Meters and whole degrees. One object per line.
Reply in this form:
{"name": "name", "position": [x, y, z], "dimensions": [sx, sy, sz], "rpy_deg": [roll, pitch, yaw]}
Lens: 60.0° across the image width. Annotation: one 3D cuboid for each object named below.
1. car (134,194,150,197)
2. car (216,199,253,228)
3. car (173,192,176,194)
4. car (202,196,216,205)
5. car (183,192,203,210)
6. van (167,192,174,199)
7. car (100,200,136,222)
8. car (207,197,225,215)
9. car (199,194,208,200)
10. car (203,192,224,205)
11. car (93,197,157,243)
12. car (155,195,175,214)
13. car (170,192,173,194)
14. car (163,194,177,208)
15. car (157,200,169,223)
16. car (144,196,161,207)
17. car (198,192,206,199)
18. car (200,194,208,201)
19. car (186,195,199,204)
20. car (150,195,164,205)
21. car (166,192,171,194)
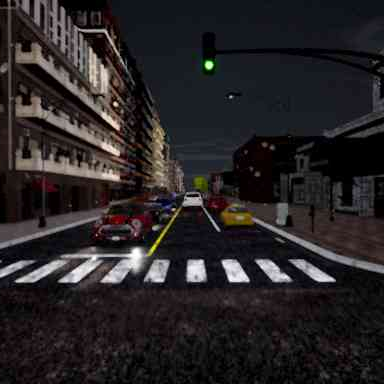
{"name": "car", "position": [-5.682, 1.158, 37.296], "dimensions": [2.192, 1.841, 5.009], "rpy_deg": [0, 0, 0]}
{"name": "car", "position": [2.695, 1.415, 20.849], "dimensions": [1.752, 1.417, 4.829], "rpy_deg": [0, 0, 0]}
{"name": "car", "position": [-5.672, 0.991, 81.611], "dimensions": [2.192, 1.841, 5.009], "rpy_deg": [0, 0, 0]}
{"name": "car", "position": [2.702, 1.297, 53.913], "dimensions": [2.008, 1.369, 4.403], "rpy_deg": [0, 0, 0]}
{"name": "car", "position": [0.106, 1.032, 40.136], "dimensions": [2.150, 2.045, 5.566], "rpy_deg": [0, 0, 0]}
{"name": "van", "position": [-5.671, 1.000, 87.151], "dimensions": [1.690, 1.788, 3.998], "rpy_deg": [0, 0, 0]}
{"name": "car", "position": [-5.685, 1.419, 26.049], "dimensions": [1.752, 1.417, 4.829], "rpy_deg": [0, 0, 0]}
{"name": "car", "position": [2.697, 1.421, 31.757], "dimensions": [1.802, 1.307, 4.206], "rpy_deg": [0, 0, 0]}
{"name": "car", "position": [2.708, 1.198, 81.609], "dimensions": [2.008, 1.369, 4.403], "rpy_deg": [0, 0, 0]}
{"name": "car", "position": [2.698, 1.129, 37.295], "dimensions": [2.192, 1.841, 5.009], "rpy_deg": [0, 0, 0]}
{"name": "car", "position": [-3.099, 1.285, 15.759], "dimensions": [2.097, 1.767, 4.553], "rpy_deg": [0, 0, 0]}
{"name": "car", "position": [-3.009, 1.375, 33.759], "dimensions": [1.812, 1.442, 4.674], "rpy_deg": [0, 0, 0]}
{"name": "car", "position": [-5.675, 1.153, 70.532], "dimensions": [1.967, 1.590, 4.097], "rpy_deg": [0, 0, 0]}
{"name": "car", "position": [-2.993, 1.370, 43.775], "dimensions": [1.994, 1.385, 4.181], "rpy_deg": [0, 0, 0]}
{"name": "car", "position": [-3.073, 1.492, 24.704], "dimensions": [1.895, 1.301, 4.718], "rpy_deg": [0, 0, 0]}
{"name": "car", "position": [-5.680, 1.347, 48.376], "dimensions": [2.008, 1.369, 4.403], "rpy_deg": [0, 0, 0]}
{"name": "car", "position": [2.711, 0.929, 92.687], "dimensions": [2.192, 1.841, 5.009], "rpy_deg": [0, 0, 0]}
{"name": "car", "position": [2.707, 1.190, 76.240], "dimensions": [1.752, 1.417, 4.829], "rpy_deg": [0, 0, 0]}
{"name": "car", "position": [0.098, 1.284, 58.850], "dimensions": [2.033, 1.411, 5.357], "rpy_deg": [0, 0, 0]}
{"name": "car", "position": [-5.678, 1.301, 53.745], "dimensions": [1.752, 1.417, 4.829], "rpy_deg": [0, 0, 0]}
{"name": "car", "position": [-5.676, 1.278, 64.994], "dimensions": [1.887, 1.381, 4.507], "rpy_deg": [0, 0, 0]}
